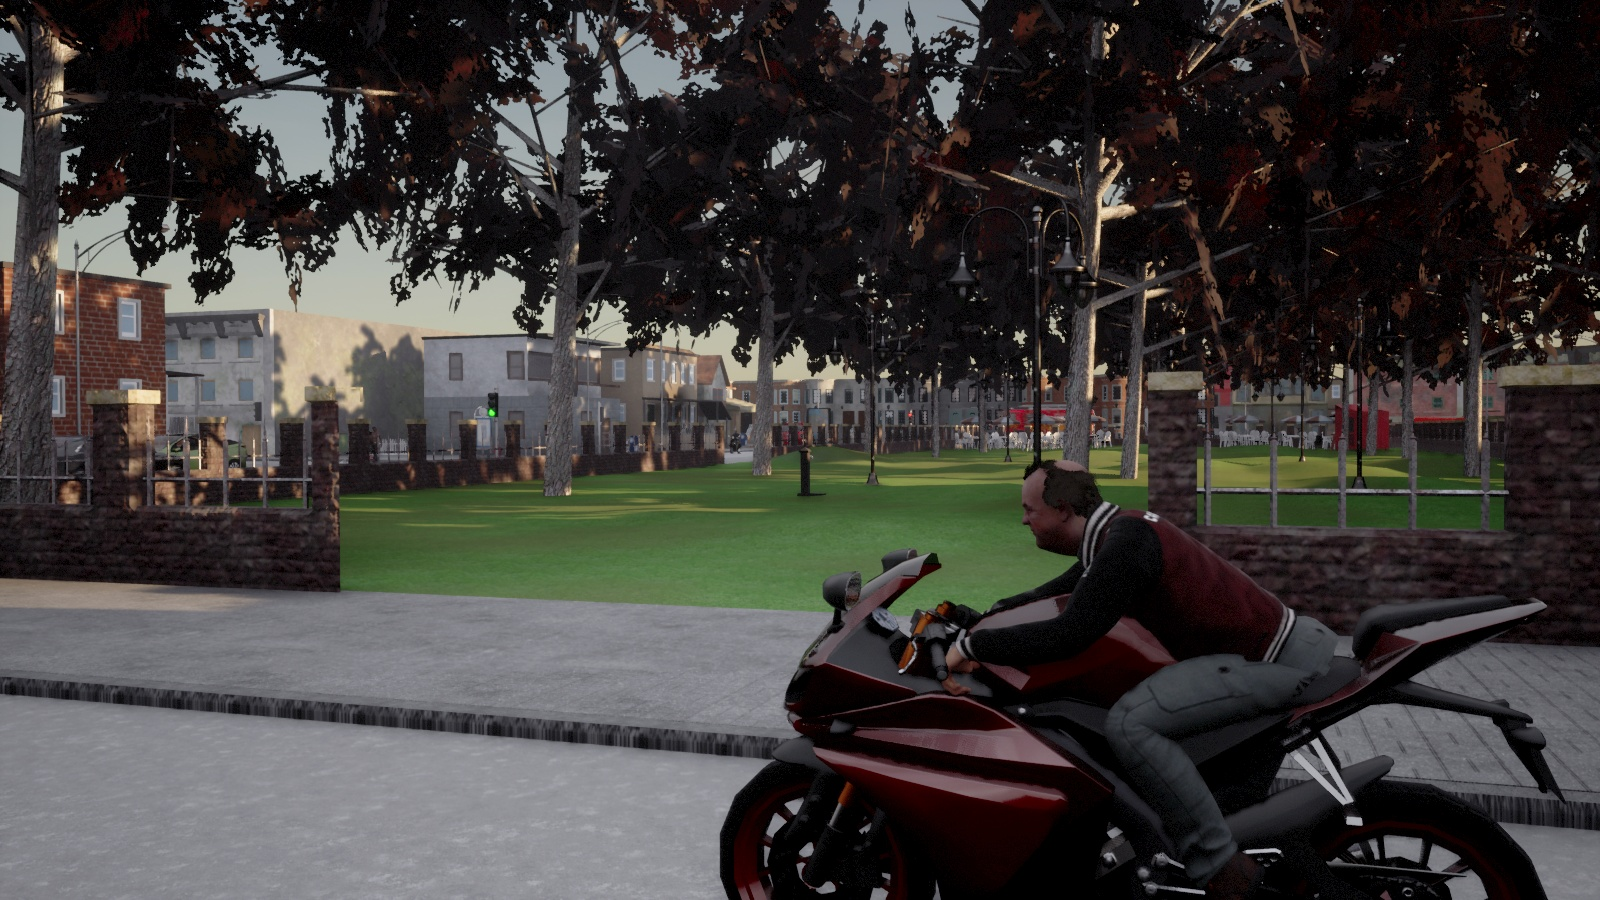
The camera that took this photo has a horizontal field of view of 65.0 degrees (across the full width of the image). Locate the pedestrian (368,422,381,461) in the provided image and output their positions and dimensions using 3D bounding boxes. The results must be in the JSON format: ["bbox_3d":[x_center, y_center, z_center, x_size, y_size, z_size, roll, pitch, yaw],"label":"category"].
[{"bbox_3d":[-20.085,-0.408,59.245,0.328,1.805,0.869,0,1,-2],"label":"pedestrian"}]

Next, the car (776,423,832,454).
[{"bbox_3d":[0.332,-0.822,85.508,2.150,2.045,5.566,1,1,19],"label":"car"}]

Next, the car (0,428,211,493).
[{"bbox_3d":[-17.681,0.206,31.905,2.128,1.511,4.902,0,1,18],"label":"car"}]

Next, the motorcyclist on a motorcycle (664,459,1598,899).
[{"bbox_3d":[0.809,0.809,3.471,2.191,1.530,0.866,1,1,18],"label":"motorcyclist on a motorcycle"}]

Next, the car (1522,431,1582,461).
[{"bbox_3d":[44.169,-0.260,73.869,2.033,1.649,4.856,1,1,18],"label":"car"}]

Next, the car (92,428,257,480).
[{"bbox_3d":[-19.437,0.072,39.270,2.007,1.525,4.514,1,1,19],"label":"car"}]

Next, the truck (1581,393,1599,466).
[{"bbox_3d":[38.908,-0.940,58.127,2.891,3.462,7.936,1,1,18],"label":"truck"}]
